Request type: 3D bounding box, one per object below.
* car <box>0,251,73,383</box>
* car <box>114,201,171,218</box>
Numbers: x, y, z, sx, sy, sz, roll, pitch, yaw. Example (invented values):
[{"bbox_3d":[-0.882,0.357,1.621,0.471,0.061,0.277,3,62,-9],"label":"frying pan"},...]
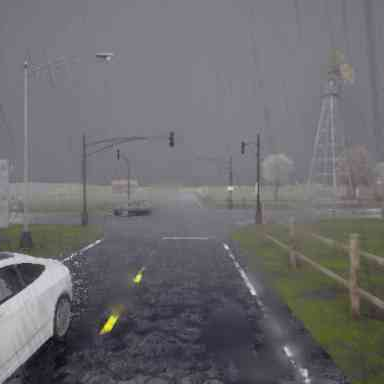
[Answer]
[{"bbox_3d":[-2.837,1.510,3.729,1.812,1.442,4.674,0,0,0],"label":"car"},{"bbox_3d":[-4.287,1.533,28.981,4.892,1.490,1.837,-1,1,0],"label":"car"}]
